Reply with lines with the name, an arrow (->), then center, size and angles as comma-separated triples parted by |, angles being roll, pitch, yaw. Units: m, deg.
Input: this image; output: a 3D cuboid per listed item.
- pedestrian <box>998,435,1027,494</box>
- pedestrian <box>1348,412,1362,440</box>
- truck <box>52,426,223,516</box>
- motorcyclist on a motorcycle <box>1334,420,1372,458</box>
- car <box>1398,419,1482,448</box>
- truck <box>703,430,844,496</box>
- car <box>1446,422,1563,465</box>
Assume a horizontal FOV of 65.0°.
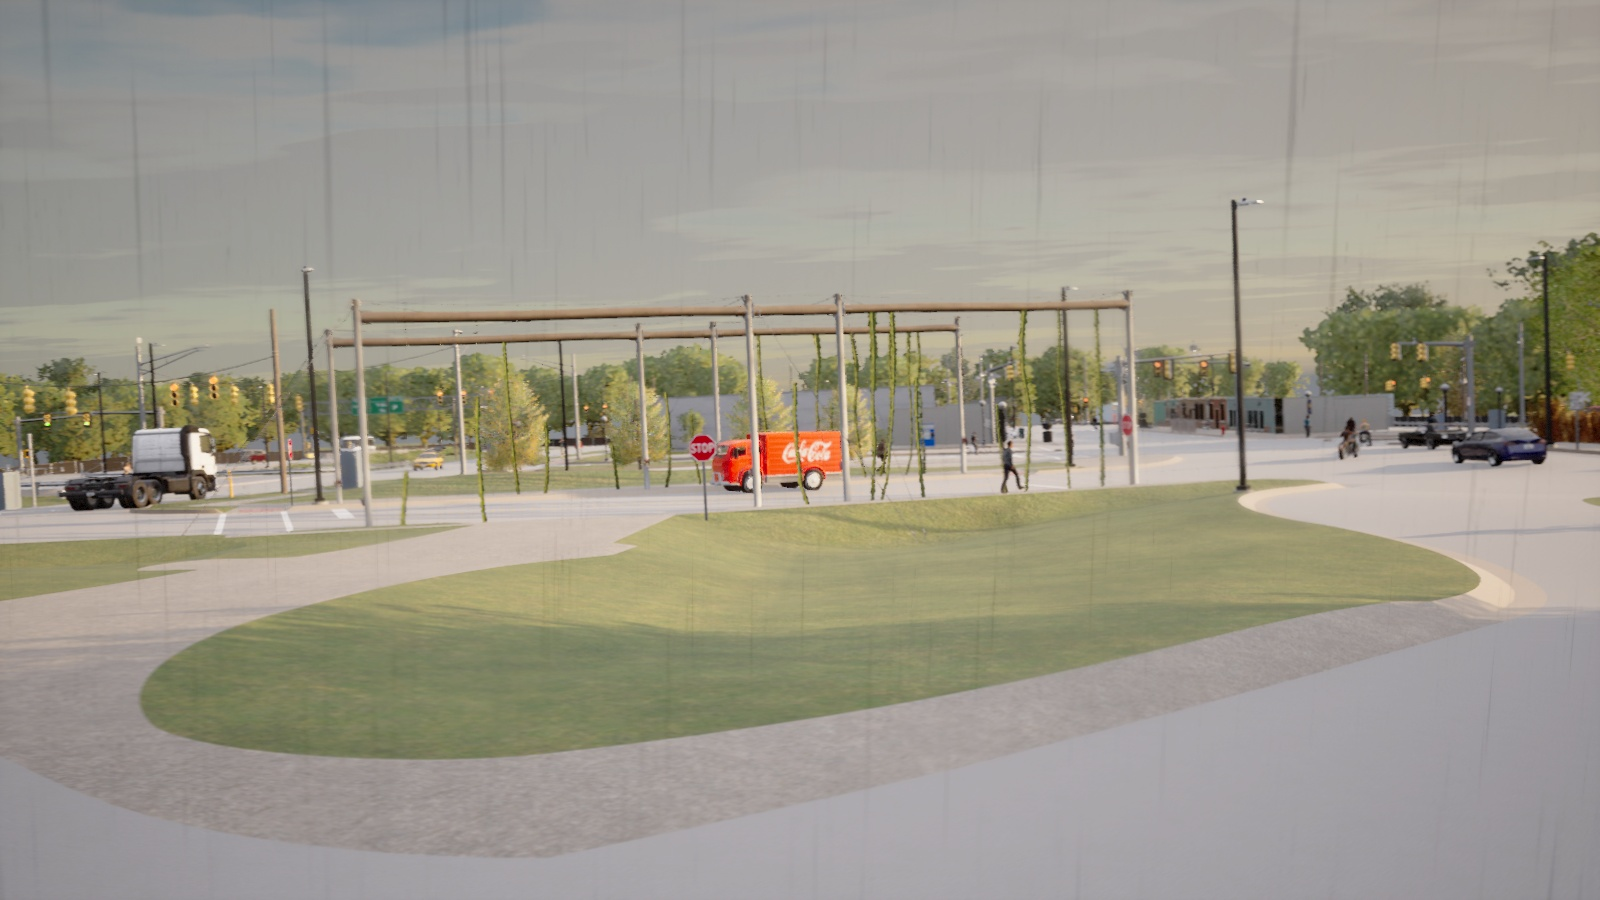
pedestrian -> 7.303, 0.499, 43.108 | 0.788, 1.949, 0.423 | -4, 3, -26
pedestrian -> 37.575, -1.661, 85.023 | 0.634, 1.844, 0.899 | -3, 2, 7
truck -> -28.371, 0.803, 54.301 | 2.891, 3.462, 7.936 | -3, 1, 1
motorcyclist on a motorcycle -> 26.534, -0.522, 60.226 | 0.766, 1.649, 2.350 | -3, 2, 44
car -> 32.547, -0.880, 64.043 | 1.895, 1.301, 4.718 | -3, 1, 1
truck -> -1.109, 0.477, 52.295 | 5.204, 2.467, 2.627 | -2, 2, -25
car -> 28.697, -0.306, 51.348 | 2.163, 1.488, 4.792 | -4, 2, 2
